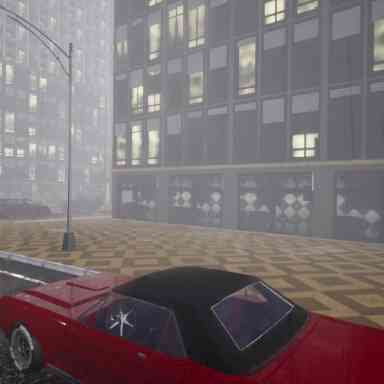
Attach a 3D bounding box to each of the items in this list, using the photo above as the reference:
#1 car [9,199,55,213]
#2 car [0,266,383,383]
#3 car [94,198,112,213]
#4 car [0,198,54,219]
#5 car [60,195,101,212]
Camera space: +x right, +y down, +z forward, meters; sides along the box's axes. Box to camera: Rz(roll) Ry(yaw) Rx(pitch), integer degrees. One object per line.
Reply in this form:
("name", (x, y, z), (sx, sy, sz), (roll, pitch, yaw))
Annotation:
("car", (-19.211, 1.641, 40.138), (1.752, 1.417, 4.829), (1, 0, 37))
("car", (-0.333, 1.600, 3.927), (4.718, 1.301, 1.895), (0, 0, 36))
("car", (-8.916, 1.828, 39.949), (1.752, 1.417, 4.829), (1, 0, 37))
("car", (-15.737, 1.517, 30.754), (2.192, 1.841, 5.009), (1, 0, 37))
("car", (-14.052, 1.424, 42.717), (2.150, 2.045, 5.566), (1, 0, 37))
